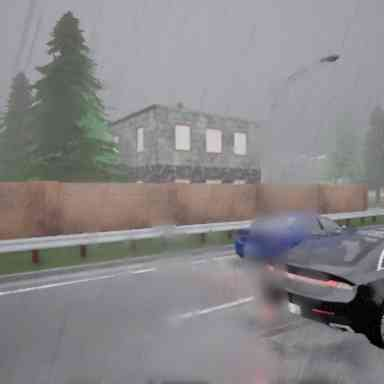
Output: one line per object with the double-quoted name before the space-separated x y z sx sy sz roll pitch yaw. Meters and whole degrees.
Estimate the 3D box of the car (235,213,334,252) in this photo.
"car" 3.607 1.408 10.613 5.008 1.535 1.882 0 0 -35

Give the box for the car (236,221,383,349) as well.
"car" 3.410 1.441 6.182 4.902 1.511 2.128 0 0 -35
